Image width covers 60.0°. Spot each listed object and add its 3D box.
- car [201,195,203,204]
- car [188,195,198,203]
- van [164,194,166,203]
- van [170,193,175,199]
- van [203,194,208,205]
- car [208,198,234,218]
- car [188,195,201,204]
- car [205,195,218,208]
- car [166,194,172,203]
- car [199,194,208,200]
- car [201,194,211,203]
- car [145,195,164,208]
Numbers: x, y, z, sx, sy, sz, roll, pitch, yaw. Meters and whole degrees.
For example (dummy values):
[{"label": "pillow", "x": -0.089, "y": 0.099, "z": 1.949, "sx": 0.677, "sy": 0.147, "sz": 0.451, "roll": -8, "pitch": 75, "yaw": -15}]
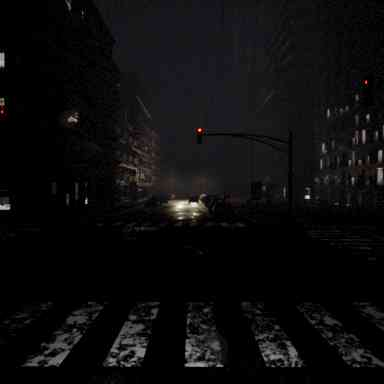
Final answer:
[{"label": "car", "x": 2.807, "y": 1.488, "z": 52.522, "sx": 1.887, "sy": 1.381, "sz": 4.507, "roll": -1, "pitch": 0, "yaw": 0}, {"label": "car", "x": 0.243, "y": 1.424, "z": 71.058, "sx": 2.128, "sy": 1.511, "sz": 4.902, "roll": 0, "pitch": 0, "yaw": 0}, {"label": "van", "x": -5.544, "y": 1.284, "z": 52.514, "sx": 1.690, "sy": 1.788, "sz": 3.998, "roll": -1, "pitch": 0, "yaw": 0}, {"label": "van", "x": -5.473, "y": 1.239, "z": 75.099, "sx": 1.690, "sy": 1.788, "sz": 3.998, "roll": -1, "pitch": 0, "yaw": 0}, {"label": "van", "x": 2.787, "y": 1.293, "z": 46.876, "sx": 1.690, "sy": 1.788, "sz": 3.998, "roll": -1, "pitch": 0, "yaw": 0}, {"label": "car", "x": 2.737, "y": 1.520, "z": 29.938, "sx": 1.887, "sy": 1.381, "sz": 4.507, "roll": -1, "pitch": 0, "yaw": 0}, {"label": "car", "x": 0.287, "y": 1.433, "z": 60.856, "sx": 1.837, "sy": 1.490, "sz": 4.892, "roll": 0, "pitch": 0, "yaw": 0}, {"label": "car", "x": 2.753, "y": 1.408, "z": 35.584, "sx": 1.967, "sy": 1.590, "sz": 4.097, "roll": -1, "pitch": 0, "yaw": 0}, {"label": "car", "x": -5.506, "y": 1.467, "z": 63.806, "sx": 1.887, "sy": 1.381, "sz": 4.507, "roll": -1, "pitch": 0, "yaw": 0}, {"label": "car", "x": 2.947, "y": 1.309, "z": 86.396, "sx": 1.967, "sy": 1.590, "sz": 4.097, "roll": -1, "pitch": 0, "yaw": 0}, {"label": "car", "x": 2.864, "y": 1.351, "z": 69.459, "sx": 1.967, "sy": 1.590, "sz": 4.097, "roll": -1, "pitch": 0, "yaw": 0}, {"label": "car", "x": -5.558, "y": 1.518, "z": 46.869, "sx": 1.947, "sy": 1.339, "sz": 4.313, "roll": -1, "pitch": 0, "yaw": 0}]
